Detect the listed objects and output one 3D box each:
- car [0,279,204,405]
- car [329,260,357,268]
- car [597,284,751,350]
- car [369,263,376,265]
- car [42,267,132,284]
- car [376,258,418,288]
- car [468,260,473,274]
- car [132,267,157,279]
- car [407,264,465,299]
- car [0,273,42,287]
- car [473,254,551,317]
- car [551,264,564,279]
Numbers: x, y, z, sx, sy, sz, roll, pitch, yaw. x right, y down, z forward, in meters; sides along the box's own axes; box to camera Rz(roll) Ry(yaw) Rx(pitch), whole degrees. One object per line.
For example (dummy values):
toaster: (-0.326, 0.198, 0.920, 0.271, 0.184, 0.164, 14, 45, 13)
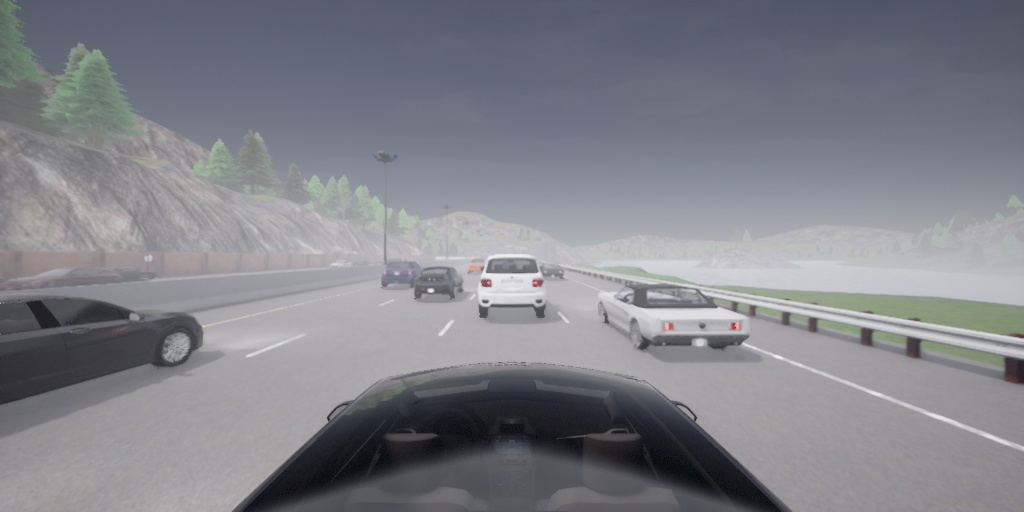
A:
car: (-6.986, 1.273, 5.032, 1.837, 1.490, 4.892, 0, 0, 0)
car: (-25.058, 1.323, 52.687, 1.812, 1.442, 4.674, 0, 0, 0)
car: (3.523, 1.337, 8.949, 1.895, 1.301, 4.718, 0, 0, 0)
car: (-21.640, 1.277, 60.520, 2.128, 1.511, 4.902, 0, 0, 0)
car: (-24.780, 1.338, 20.076, 1.812, 1.442, 4.674, 0, 0, -1)
car: (-7.126, 1.111, 24.258, 2.097, 1.767, 4.553, 0, 0, -1)
car: (-3.806, 1.093, 41.506, 2.097, 1.767, 4.553, 0, 0, -1)
car: (-28.336, 1.421, 25.412, 1.895, 1.301, 4.718, 0, 0, -1)
car: (-3.563, 1.257, 18.060, 1.837, 1.490, 4.892, 0, 0, -1)
car: (-21.207, 1.370, 13.247, 1.994, 1.385, 4.181, 0, 0, -1)
car: (-0.015, 0.966, 13.327, 2.150, 2.045, 5.566, 0, 0, -1)
car: (3.303, 1.326, 31.363, 1.895, 1.301, 4.718, 0, 0, -1)
